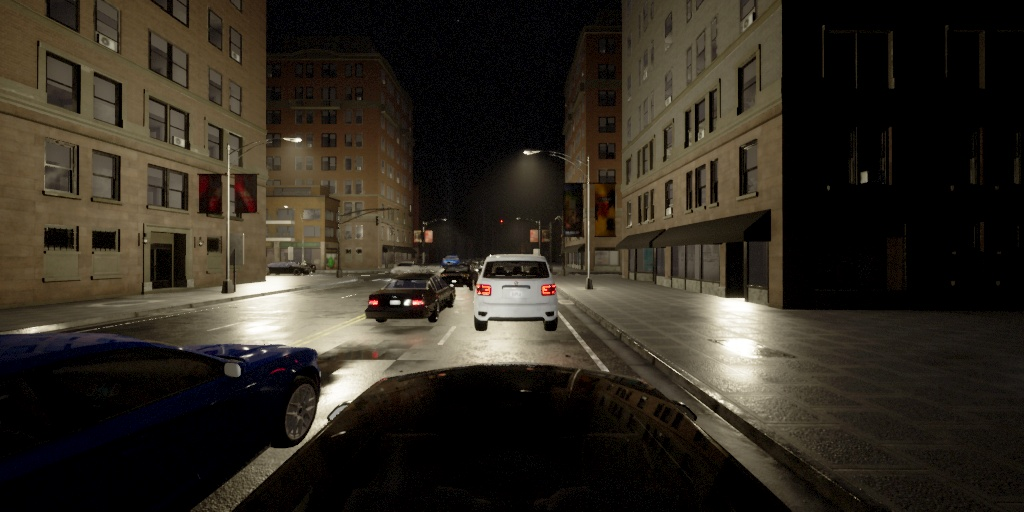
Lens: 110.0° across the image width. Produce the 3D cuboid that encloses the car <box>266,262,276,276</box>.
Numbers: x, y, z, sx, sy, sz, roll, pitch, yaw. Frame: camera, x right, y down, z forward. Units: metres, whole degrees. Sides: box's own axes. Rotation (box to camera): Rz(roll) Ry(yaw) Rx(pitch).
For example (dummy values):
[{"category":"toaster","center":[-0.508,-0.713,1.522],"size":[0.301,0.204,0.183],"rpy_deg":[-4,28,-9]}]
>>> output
[{"category":"car","center":[-25.416,1.169,34.109],"size":[4.097,1.591,1.967],"rpy_deg":[0,0,0]}]

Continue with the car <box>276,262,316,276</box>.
[{"category":"car","center":[-23.141,1.288,36.638],"size":[5.357,1.411,2.033],"rpy_deg":[0,0,0]}]

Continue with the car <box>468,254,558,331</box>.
[{"category":"car","center":[0.100,0.971,11.090],"size":[2.150,2.045,5.566],"rpy_deg":[0,0,0]}]

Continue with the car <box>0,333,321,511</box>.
[{"category":"car","center":[-3.152,1.228,2.196],"size":[1.882,1.535,5.008],"rpy_deg":[0,0,0]}]

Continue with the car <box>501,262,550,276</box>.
[{"category":"car","center":[1.422,1.348,37.805],"size":[4.718,1.301,1.895],"rpy_deg":[0,0,22]}]

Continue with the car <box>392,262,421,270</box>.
[{"category":"car","center":[-9.850,1.261,33.633],"size":[1.812,1.442,4.674],"rpy_deg":[0,0,0]}]

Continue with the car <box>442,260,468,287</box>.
[{"category":"car","center":[-3.150,1.227,22.012],"size":[1.882,1.535,5.008],"rpy_deg":[0,0,0]}]

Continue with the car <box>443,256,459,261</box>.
[{"category":"car","center":[-9.835,0.963,57.957],"size":[2.150,2.045,5.566],"rpy_deg":[0,0,0]}]

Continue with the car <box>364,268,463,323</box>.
[{"category":"car","center":[-3.153,1.297,12.159],"size":[2.033,1.411,5.357],"rpy_deg":[0,0,0]}]
